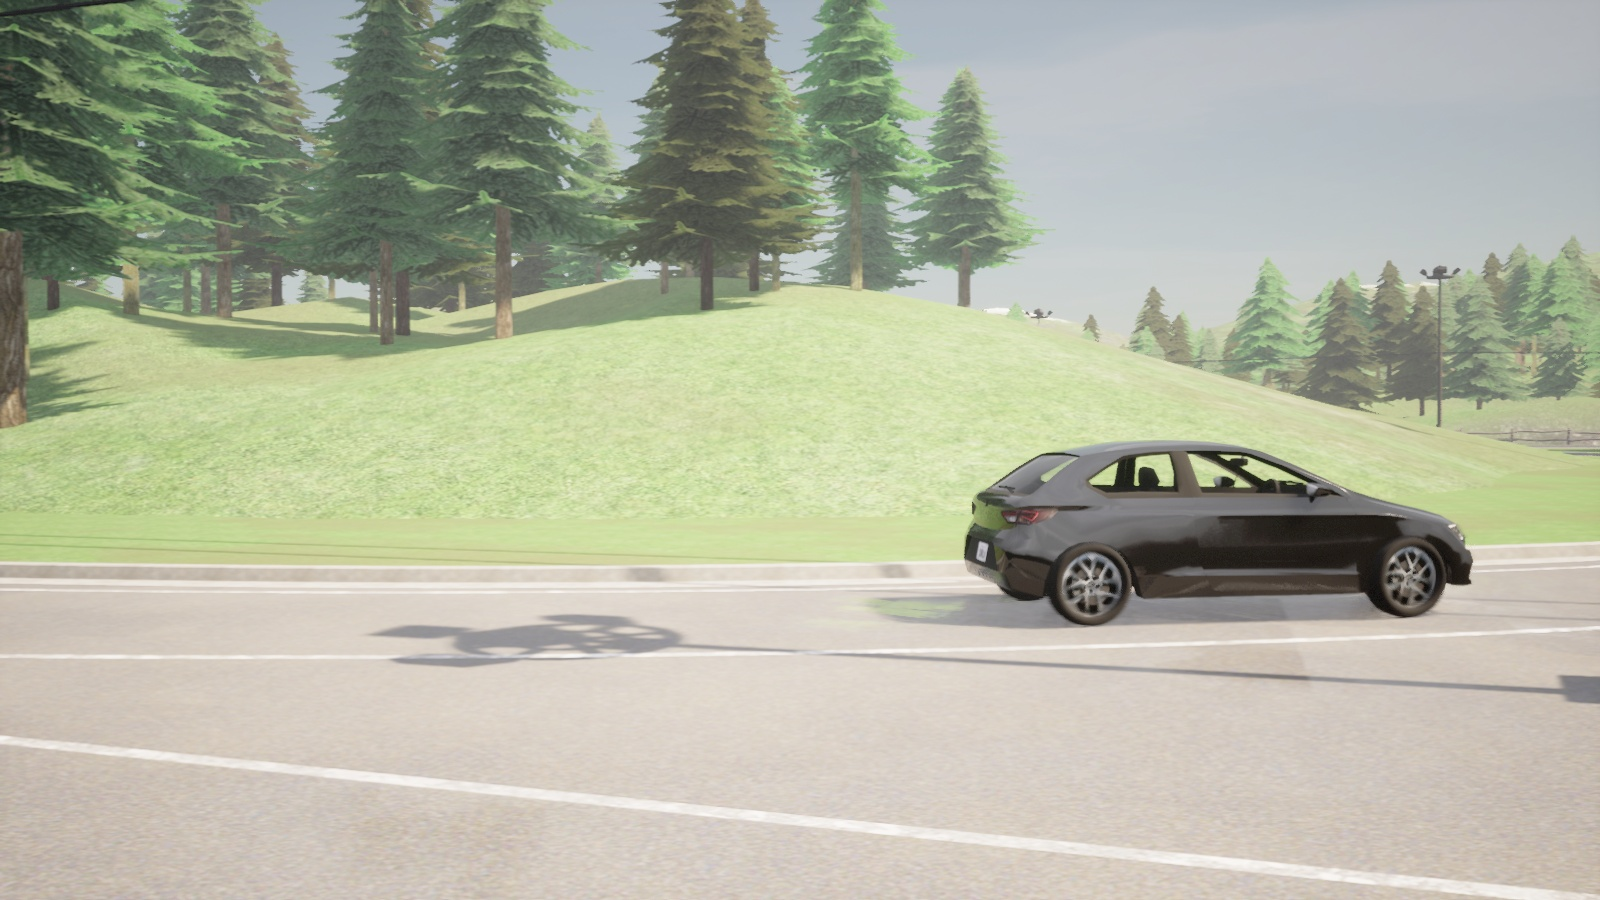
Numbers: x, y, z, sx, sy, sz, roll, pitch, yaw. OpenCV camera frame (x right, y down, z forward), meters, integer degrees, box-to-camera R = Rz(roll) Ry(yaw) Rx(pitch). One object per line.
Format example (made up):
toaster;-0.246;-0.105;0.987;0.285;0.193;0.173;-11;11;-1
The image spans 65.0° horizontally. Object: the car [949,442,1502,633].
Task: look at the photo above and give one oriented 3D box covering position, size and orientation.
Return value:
car;3.586;0.678;10.974;4.193;1.474;1.816;0;1;-8
